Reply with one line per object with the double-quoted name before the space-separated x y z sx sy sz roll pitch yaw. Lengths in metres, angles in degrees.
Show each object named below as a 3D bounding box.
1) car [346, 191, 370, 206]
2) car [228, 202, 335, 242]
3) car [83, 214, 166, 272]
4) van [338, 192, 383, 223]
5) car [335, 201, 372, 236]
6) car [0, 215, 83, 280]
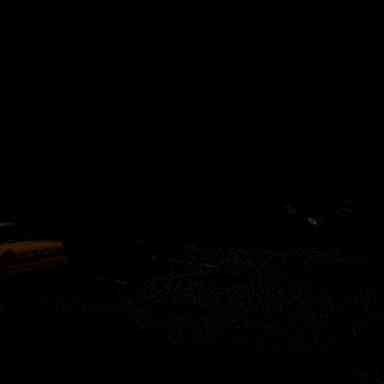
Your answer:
"car" 25.171 0.982 50.317 2.435 2.045 5.566 0 1 36
"car" 4.124 1.299 16.065 4.553 1.767 2.185 -1 -1 35
"car" -3.048 1.498 10.879 4.792 1.488 2.163 -1 -1 34
"van" 11.273 1.155 21.268 4.442 1.987 1.878 -1 0 34
"car" 6.563 1.410 17.769 4.892 1.521 2.231 -1 0 34
"car" -5.640 1.483 9.267 5.366 1.575 1.946 -1 0 35
